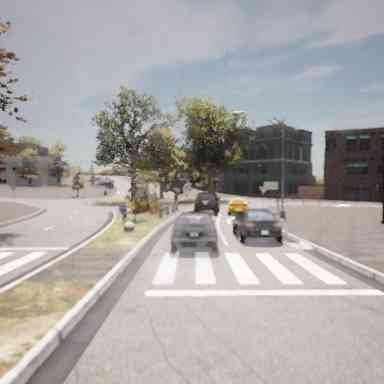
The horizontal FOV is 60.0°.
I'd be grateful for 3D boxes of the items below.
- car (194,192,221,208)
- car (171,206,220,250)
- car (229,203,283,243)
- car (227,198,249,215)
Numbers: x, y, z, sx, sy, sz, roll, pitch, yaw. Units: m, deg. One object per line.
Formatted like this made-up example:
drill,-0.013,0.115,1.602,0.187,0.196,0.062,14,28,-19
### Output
car,1.501,1.042,31.857,2.150,2.045,5.566,0,1,7
car,0.123,1.526,14.093,2.033,1.411,5.357,0,0,1
car,3.034,1.498,15.955,1.812,1.442,4.674,0,0,1
car,4.359,1.305,31.535,1.882,1.535,5.008,0,1,7
